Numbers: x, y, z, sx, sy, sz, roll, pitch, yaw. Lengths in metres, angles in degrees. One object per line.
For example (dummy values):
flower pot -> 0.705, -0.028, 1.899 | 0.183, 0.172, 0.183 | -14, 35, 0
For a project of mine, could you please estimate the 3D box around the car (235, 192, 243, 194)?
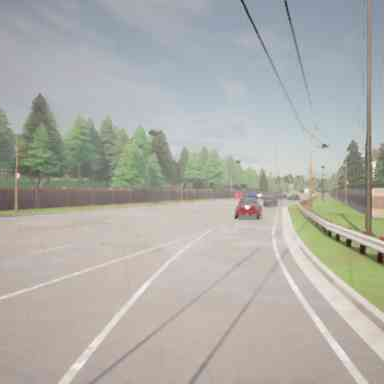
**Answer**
car -> 13.169, 1.132, 91.926 | 2.150, 2.045, 5.566 | 0, 0, 22

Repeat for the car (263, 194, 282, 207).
car -> 12.141, 1.461, 51.359 | 2.128, 1.511, 4.902 | 0, 0, 21

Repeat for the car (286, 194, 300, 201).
car -> 26.302, 1.515, 87.066 | 1.994, 1.385, 4.181 | 0, 0, 22

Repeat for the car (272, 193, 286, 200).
car -> 22.900, 1.448, 87.984 | 1.837, 1.490, 4.892 | 0, 0, 22

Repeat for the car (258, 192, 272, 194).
car -> 19.797, 1.290, 89.647 | 2.097, 1.767, 4.553 | 0, 0, 22

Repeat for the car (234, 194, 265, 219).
car -> 5.047, 1.327, 29.324 | 2.097, 1.767, 4.553 | 0, 0, 14

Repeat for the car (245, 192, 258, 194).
car -> 16.416, 1.145, 90.621 | 2.150, 2.045, 5.566 | 0, 0, 22
